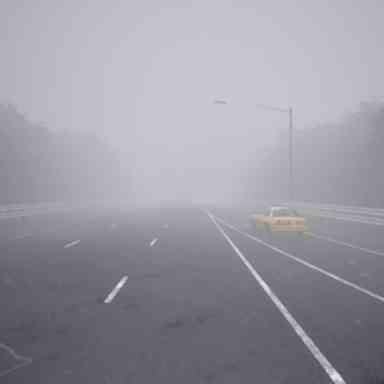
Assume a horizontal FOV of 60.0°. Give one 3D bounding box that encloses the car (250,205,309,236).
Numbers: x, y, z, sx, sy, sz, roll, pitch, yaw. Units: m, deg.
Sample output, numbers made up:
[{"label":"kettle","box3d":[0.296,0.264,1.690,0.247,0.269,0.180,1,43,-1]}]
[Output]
[{"label":"car","box3d":[4.648,1.488,18.498,1.801,1.575,5.366,0,0,-5]}]
